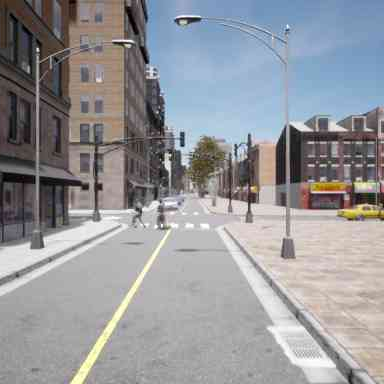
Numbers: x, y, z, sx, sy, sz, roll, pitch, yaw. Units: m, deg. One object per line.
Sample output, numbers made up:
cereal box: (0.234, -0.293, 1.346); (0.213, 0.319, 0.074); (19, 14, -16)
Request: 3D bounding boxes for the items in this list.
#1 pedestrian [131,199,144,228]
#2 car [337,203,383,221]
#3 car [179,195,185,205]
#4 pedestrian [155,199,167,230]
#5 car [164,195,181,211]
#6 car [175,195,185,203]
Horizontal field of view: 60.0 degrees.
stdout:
pedestrian: (-3.365, 1.283, 20.589); (0.375, 1.860, 0.375); (0, 0, 0)
car: (13.987, 1.581, 26.098); (4.829, 1.417, 1.752); (0, -1, 0)
car: (-2.637, 1.482, 55.612); (2.033, 1.411, 5.357); (0, 0, 0)
pedestrian: (-1.821, 1.284, 19.350); (0.375, 1.860, 0.375); (0, 0, 0)
car: (-2.697, 1.483, 40.646); (1.812, 1.442, 4.674); (0, 0, 0)
car: (-2.494, 1.442, 69.240); (1.812, 1.442, 4.674); (0, 0, 0)
